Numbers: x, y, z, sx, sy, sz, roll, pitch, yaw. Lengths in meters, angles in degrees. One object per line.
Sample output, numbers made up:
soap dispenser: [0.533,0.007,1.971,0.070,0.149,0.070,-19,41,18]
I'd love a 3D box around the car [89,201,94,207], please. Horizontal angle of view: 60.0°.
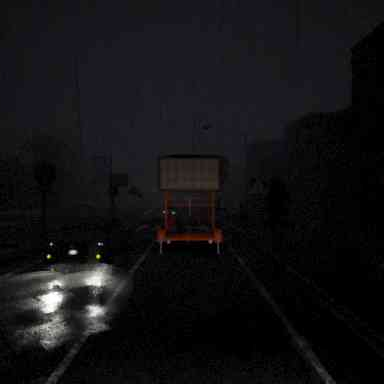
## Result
car: [-22.109,2.314,64.016,5.008,1.535,2.097,0,-1,0]

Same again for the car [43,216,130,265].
car: [-3.396,1.540,11.481,1.994,1.385,4.181,0,0,0]

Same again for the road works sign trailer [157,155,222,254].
road works sign trailer: [-0.086,0.368,12.962,2.380,3.560,2.880,0,0,0]

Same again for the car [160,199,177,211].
car: [-3.465,2.209,52.866,2.033,1.411,5.357,0,-1,0]

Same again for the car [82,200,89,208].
car: [-22.095,2.254,60.743,4.892,1.521,2.231,0,-1,0]

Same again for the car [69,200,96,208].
car: [-22.104,2.412,67.163,4.674,1.452,2.002,0,-1,0]

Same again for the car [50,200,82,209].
car: [-22.096,2.233,57.467,4.674,1.452,2.002,0,-1,0]
